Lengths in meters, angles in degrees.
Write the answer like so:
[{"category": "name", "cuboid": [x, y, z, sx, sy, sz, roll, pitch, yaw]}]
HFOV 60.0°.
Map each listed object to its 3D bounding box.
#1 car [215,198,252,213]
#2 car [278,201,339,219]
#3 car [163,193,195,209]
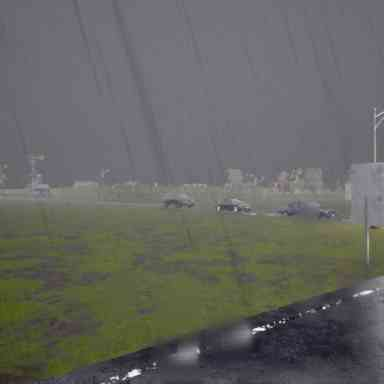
[{"category": "car", "cuboid": [4.596, 1.489, 37.554, 1.837, 1.490, 4.892, 0, 0, -35]}, {"category": "car", "cuboid": [10.075, 1.536, 29.353, 2.033, 1.411, 5.357, 0, 0, -33]}, {"category": "car", "cuboid": [-1.959, 1.205, 46.615, 2.150, 2.045, 5.566, 0, 0, -37]}]
